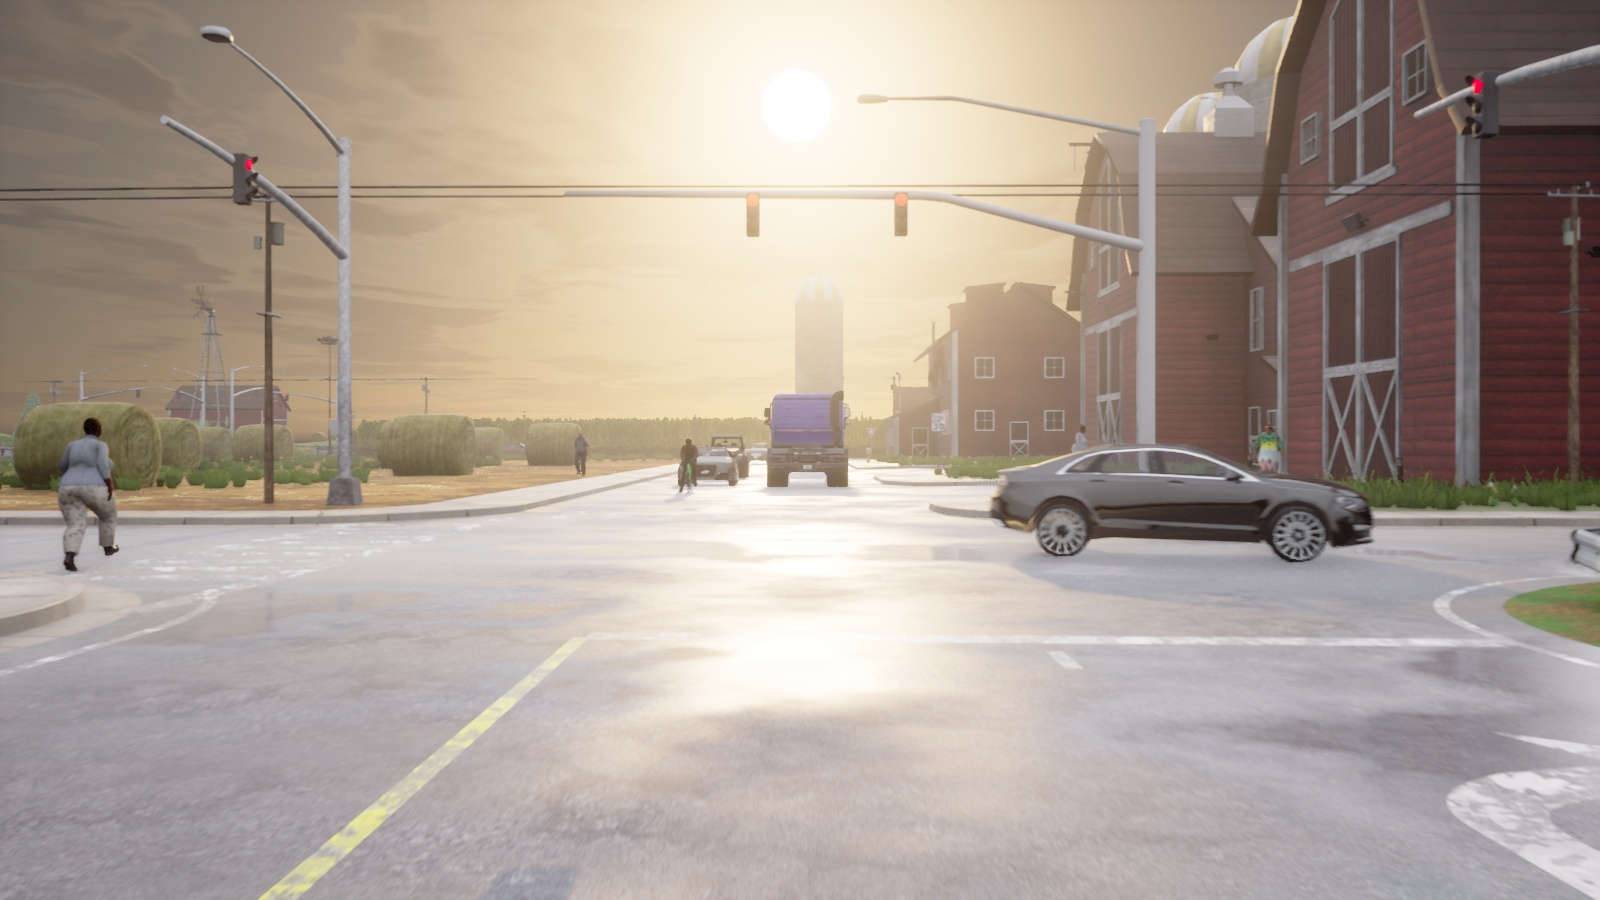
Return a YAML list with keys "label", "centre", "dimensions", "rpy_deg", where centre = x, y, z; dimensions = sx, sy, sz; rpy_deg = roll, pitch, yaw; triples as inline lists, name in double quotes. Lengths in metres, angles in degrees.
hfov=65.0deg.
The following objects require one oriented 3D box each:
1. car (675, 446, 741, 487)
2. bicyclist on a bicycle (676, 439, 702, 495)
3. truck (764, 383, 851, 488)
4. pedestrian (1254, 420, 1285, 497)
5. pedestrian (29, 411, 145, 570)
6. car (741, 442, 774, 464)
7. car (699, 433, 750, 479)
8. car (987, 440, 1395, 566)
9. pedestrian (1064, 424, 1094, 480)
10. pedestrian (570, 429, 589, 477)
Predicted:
- label: "car"
  centre: [-3.233, 0.555, 44.825]
  dimensions: [1.994, 1.385, 4.181]
  rpy_deg: [0, 0, 0]
- label: "bicyclist on a bicycle"
  centre: [-3.277, 0.479, 37.136]
  dimensions: [0.582, 1.620, 1.656]
  rpy_deg: [-1, 1, 0]
- label: "truck"
  centre: [0.272, -0.492, 45.548]
  dimensions: [2.891, 3.462, 7.936]
  rpy_deg: [0, 0, 0]
- label: "pedestrian"
  centre: [12.187, 0.215, 32.617]
  dimensions: [0.659, 1.952, 0.873]
  rpy_deg: [0, 0, 14]
- label: "pedestrian"
  centre: [-8.565, 0.468, 15.125]
  dimensions: [0.874, 1.855, 0.900]
  rpy_deg: [0, 0, 0]
- label: "car"
  centre: [-2.987, 0.201, 88.432]
  dimensions: [2.128, 1.511, 4.902]
  rpy_deg: [0, 0, 0]
- label: "car"
  centre: [-3.184, 0.236, 53.542]
  dimensions: [1.905, 1.878, 3.866]
  rpy_deg: [0, 0, 0]
- label: "car"
  centre: [5.096, 0.629, 16.795]
  dimensions: [4.902, 1.511, 2.128]
  rpy_deg: [0, 0, 16]
- label: "pedestrian"
  centre: [9.318, 0.057, 41.862]
  dimensions: [0.900, 1.855, 0.874]
  rpy_deg: [0, 0, 17]
- label: "pedestrian"
  centre: [-8.689, 0.116, 49.517]
  dimensions: [0.540, 1.848, 0.694]
  rpy_deg: [0, 0, 10]
